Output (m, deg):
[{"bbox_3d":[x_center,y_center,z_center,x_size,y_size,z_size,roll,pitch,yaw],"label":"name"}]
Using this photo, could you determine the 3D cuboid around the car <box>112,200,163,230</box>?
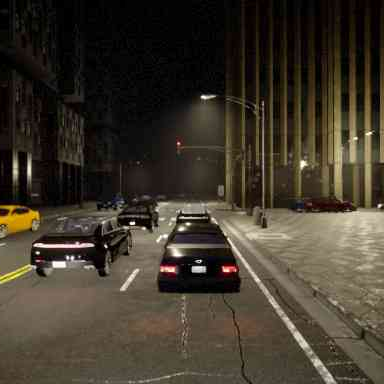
[{"bbox_3d":[-3.054,1.458,19.601,1.882,1.535,5.008,0,0,0],"label":"car"}]

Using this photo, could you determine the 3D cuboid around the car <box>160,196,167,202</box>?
[{"bbox_3d":[-6.182,1.431,67.270,1.895,1.301,4.718,0,0,1],"label":"car"}]

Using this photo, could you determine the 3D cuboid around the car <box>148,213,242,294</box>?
[{"bbox_3d":[0.143,1.543,8.951,2.033,1.411,5.357,0,0,0],"label":"car"}]

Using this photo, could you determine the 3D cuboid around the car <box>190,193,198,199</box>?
[{"bbox_3d":[0.442,1.107,87.517,2.128,1.511,4.902,0,0,0],"label":"car"}]

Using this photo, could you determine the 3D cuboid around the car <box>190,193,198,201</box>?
[{"bbox_3d":[0.389,1.283,77.095,1.837,1.490,4.892,0,0,0],"label":"car"}]

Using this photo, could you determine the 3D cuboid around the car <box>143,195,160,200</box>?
[{"bbox_3d":[-6.346,1.500,50.022,1.895,1.301,4.718,0,0,0],"label":"car"}]

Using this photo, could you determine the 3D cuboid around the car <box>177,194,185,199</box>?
[{"bbox_3d":[-2.808,1.177,87.564,1.895,1.301,4.718,0,0,0],"label":"car"}]

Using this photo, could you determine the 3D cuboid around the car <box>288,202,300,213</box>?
[{"bbox_3d":[12.710,1.365,35.047,5.008,1.535,1.882,0,0,1],"label":"car"}]

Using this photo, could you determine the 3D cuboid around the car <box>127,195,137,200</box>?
[{"bbox_3d":[-9.577,1.241,52.681,2.097,1.767,4.553,0,0,0],"label":"car"}]

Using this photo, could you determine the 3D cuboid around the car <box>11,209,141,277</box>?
[{"bbox_3d":[-3.101,1.486,10.225,2.128,1.511,4.902,0,0,0],"label":"car"}]

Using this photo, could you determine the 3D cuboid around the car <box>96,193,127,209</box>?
[{"bbox_3d":[-9.652,1.156,39.662,2.150,2.045,5.566,0,0,0],"label":"car"}]

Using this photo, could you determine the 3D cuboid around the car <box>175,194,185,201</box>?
[{"bbox_3d":[-2.861,1.308,77.112,2.128,1.511,4.902,0,0,0],"label":"car"}]

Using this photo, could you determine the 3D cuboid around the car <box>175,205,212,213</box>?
[{"bbox_3d":[0.092,1.473,18.695,2.128,1.511,4.902,0,0,0],"label":"car"}]

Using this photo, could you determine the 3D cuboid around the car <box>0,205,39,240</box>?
[{"bbox_3d":[-9.765,1.462,17.247,1.882,1.535,5.008,0,0,0],"label":"car"}]

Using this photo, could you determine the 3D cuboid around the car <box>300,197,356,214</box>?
[{"bbox_3d":[13.210,1.217,31.875,4.553,1.767,2.097,0,0,1],"label":"car"}]

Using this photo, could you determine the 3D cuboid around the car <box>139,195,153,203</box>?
[{"bbox_3d":[-9.409,1.373,68.499,2.033,1.411,5.357,0,0,0],"label":"car"}]

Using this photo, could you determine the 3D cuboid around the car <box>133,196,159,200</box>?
[{"bbox_3d":[-5.376,1.501,38.572,1.994,1.385,4.181,0,0,-15],"label":"car"}]

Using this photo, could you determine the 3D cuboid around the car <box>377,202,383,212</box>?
[{"bbox_3d":[22.176,1.339,35.018,4.902,1.511,2.128,0,0,0],"label":"car"}]
